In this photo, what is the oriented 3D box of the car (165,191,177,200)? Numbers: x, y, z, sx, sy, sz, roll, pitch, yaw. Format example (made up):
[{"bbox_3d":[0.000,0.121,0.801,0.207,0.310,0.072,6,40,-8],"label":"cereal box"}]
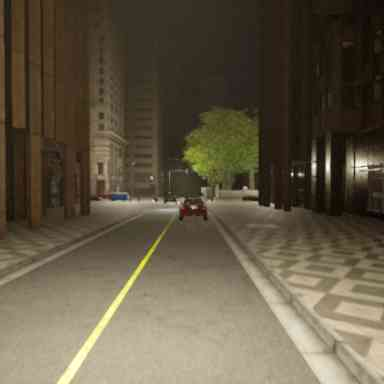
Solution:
[{"bbox_3d":[-2.999,0.931,47.540,2.128,1.511,4.902,0,0,0],"label":"car"}]

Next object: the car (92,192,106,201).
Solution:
[{"bbox_3d":[-20.019,1.139,66.795,4.097,1.590,1.967,0,1,0],"label":"car"}]

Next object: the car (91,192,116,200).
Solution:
[{"bbox_3d":[-19.984,0.844,75.316,5.009,1.841,2.192,0,1,0],"label":"car"}]

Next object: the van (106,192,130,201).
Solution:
[{"bbox_3d":[-14.578,1.048,66.766,3.998,1.788,1.690,0,1,0],"label":"van"}]

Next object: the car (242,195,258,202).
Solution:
[{"bbox_3d":[12.079,1.325,66.636,4.313,1.339,1.947,0,1,0],"label":"car"}]

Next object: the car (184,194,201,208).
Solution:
[{"bbox_3d":[0.101,1.121,43.721,2.097,1.767,4.553,0,0,0],"label":"car"}]

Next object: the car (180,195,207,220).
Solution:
[{"bbox_3d":[0.104,1.204,26.803,2.097,1.767,4.553,0,0,0],"label":"car"}]
